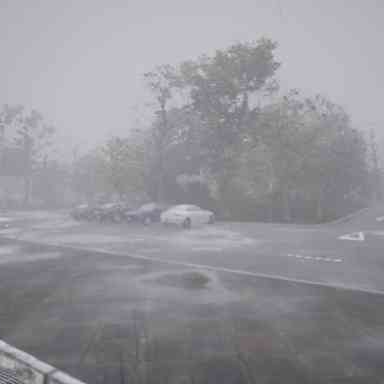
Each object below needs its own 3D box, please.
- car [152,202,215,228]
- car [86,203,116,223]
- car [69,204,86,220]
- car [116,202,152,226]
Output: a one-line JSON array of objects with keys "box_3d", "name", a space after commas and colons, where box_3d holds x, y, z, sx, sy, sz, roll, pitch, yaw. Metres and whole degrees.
[{"box_3d": [-0.260, 1.579, 22.712, 2.002, 1.452, 4.674, 0, 0, 36], "name": "car"}, {"box_3d": [-5.490, 1.579, 26.439, 2.231, 1.521, 4.892, 0, 0, 35], "name": "car"}, {"box_3d": [-8.156, 1.638, 28.344, 2.002, 1.452, 4.674, 0, 0, 36], "name": "car"}, {"box_3d": [-2.819, 1.558, 24.548, 2.097, 1.535, 5.008, 0, 0, 36], "name": "car"}]
